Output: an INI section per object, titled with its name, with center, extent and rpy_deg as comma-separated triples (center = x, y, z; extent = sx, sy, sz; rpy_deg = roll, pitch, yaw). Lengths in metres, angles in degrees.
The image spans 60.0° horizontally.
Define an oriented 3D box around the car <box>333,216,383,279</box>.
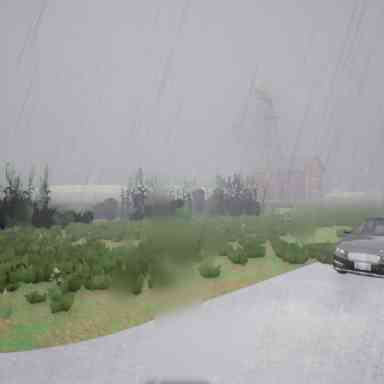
[car]
center = 5.751, 1.491, 9.652
extent = 2.128, 1.511, 4.902
rpy_deg = 0, 0, 44
